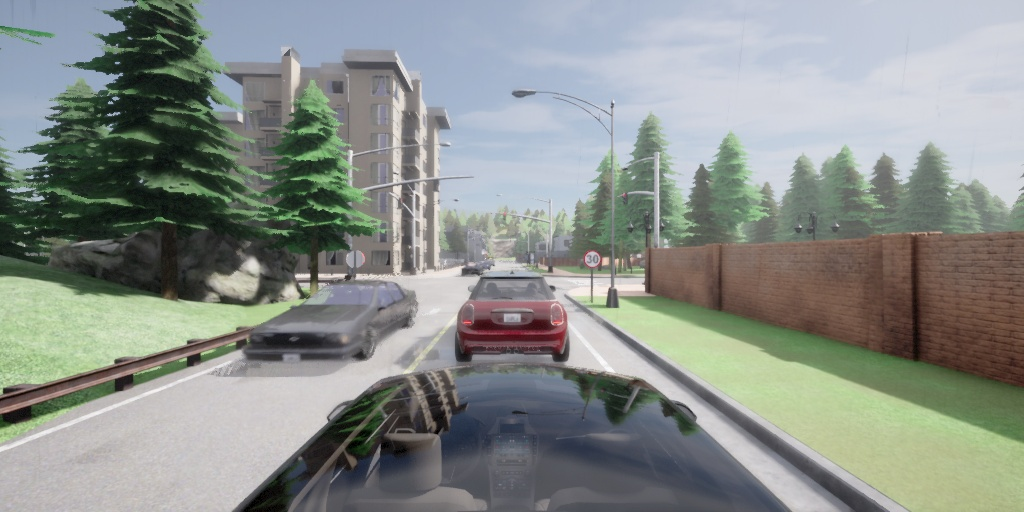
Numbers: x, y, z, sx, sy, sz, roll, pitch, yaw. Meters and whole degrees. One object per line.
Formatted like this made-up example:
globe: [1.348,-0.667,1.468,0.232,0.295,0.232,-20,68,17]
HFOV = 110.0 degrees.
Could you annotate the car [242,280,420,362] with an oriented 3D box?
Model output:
car: [-3.658,1.297,8.578,2.033,1.411,5.357,0,0,-1]

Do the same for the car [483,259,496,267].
car: [-4.107,1.240,65.307,2.128,1.511,4.902,0,0,0]

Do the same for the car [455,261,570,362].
car: [0.004,1.102,8.384,2.097,1.767,4.553,0,0,0]

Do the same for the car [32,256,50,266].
car: [-30.933,0.986,24.692,5.566,2.045,2.150,0,0,-1]

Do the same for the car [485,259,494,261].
car: [-4.020,1.312,50.162,1.994,1.385,4.181,0,0,0]
